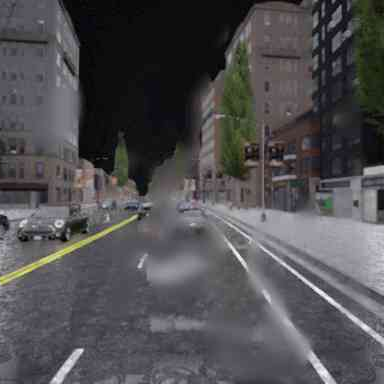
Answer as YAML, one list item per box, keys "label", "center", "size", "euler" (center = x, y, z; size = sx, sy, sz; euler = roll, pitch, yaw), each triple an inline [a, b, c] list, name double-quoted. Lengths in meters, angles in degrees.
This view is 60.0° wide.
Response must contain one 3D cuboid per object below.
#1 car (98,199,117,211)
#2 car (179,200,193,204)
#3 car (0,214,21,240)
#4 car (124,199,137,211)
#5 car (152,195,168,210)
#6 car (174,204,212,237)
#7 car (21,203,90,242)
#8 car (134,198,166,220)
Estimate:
- label: "car"
  center: [-10.863, 1.614, 42.998]
  size: [2.128, 1.511, 4.902]
  euler: [0, 0, -4]
- label: "car"
  center: [-0.736, 1.673, 38.438]
  size: [2.033, 1.411, 5.357]
  euler: [0, 0, -3]
- label: "car"
  center: [-9.867, 1.509, 14.413]
  size: [2.128, 1.511, 4.902]
  euler: [0, 0, -1]
- label: "car"
  center: [-7.635, 1.677, 43.492]
  size: [2.033, 1.411, 5.357]
  euler: [0, 0, -4]
- label: "car"
  center: [-4.438, 1.364, 45.077]
  size: [2.150, 2.045, 5.566]
  euler: [0, -1, -4]
- label: "car"
  center: [0.026, 1.616, 18.500]
  size: [1.994, 1.385, 4.181]
  euler: [0, 0, -1]
- label: "car"
  center: [-6.638, 1.383, 16.471]
  size: [2.097, 1.767, 4.553]
  euler: [0, 0, -1]
- label: "car"
  center: [-3.551, 1.585, 28.664]
  size: [1.837, 1.490, 4.892]
  euler: [0, 0, -2]
